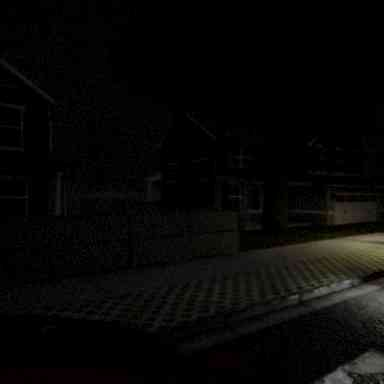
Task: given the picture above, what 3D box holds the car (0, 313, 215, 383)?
[{"bbox_3d":[-1.773,1.564,1.785,4.181,1.385,1.994,0,0,-35],"label":"car"}]
